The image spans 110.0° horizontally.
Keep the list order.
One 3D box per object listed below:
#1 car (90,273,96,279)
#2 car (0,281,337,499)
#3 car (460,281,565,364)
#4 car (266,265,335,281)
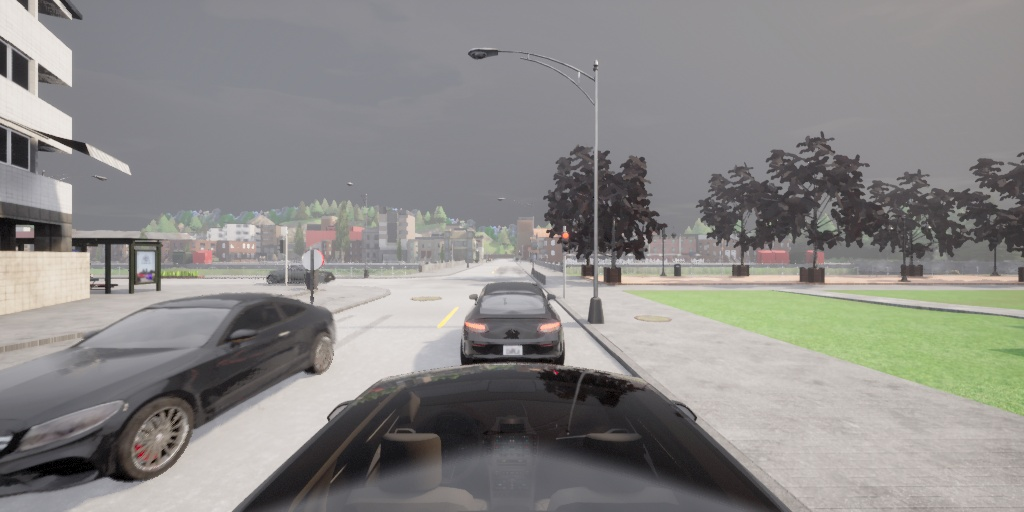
[{"bbox_3d":[-32.844,1.298,25.212,5.357,1.411,2.033,0,0,0],"label":"car"},{"bbox_3d":[-4.097,1.276,4.818,1.812,1.442,4.674,0,0,0],"label":"car"},{"bbox_3d":[0.009,1.276,7.781,1.812,1.442,4.674,0,0,0],"label":"car"},{"bbox_3d":[-14.873,1.314,25.357,4.181,1.385,1.994,0,0,-1],"label":"car"}]
